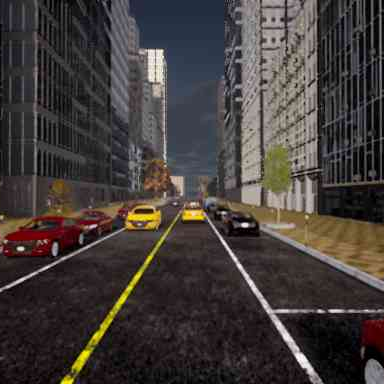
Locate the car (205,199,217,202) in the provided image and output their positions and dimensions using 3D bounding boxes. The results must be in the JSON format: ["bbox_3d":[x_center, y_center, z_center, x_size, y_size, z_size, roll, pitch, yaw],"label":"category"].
[{"bbox_3d":[2.701,1.916,41.742,1.947,1.339,4.313,0,0,0],"label":"car"}]

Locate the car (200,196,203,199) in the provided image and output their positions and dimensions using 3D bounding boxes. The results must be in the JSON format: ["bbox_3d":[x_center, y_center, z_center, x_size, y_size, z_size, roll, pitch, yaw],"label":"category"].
[{"bbox_3d":[2.703,1.878,53.128,1.967,1.590,4.097,0,0,0],"label":"car"}]

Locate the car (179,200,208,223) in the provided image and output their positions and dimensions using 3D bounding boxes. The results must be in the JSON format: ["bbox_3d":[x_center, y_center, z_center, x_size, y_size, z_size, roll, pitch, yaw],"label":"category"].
[{"bbox_3d":[0.104,1.693,27.879,1.801,1.575,5.366,0,-1,0],"label":"car"}]

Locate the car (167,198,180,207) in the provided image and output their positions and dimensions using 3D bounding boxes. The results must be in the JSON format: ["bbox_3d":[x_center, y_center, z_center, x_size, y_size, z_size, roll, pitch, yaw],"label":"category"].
[{"bbox_3d":[-3.020,2.002,62.668,2.128,1.511,4.902,0,0,1],"label":"car"}]

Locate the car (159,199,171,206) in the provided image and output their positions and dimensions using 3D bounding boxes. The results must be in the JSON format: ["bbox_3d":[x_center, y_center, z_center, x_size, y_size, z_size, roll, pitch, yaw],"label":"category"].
[{"bbox_3d":[-5.675,2.114,70.216,2.008,1.369,4.403,0,0,0],"label":"car"}]

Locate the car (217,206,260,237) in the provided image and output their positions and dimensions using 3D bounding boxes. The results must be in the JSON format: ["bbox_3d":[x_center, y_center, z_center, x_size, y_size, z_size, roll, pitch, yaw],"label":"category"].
[{"bbox_3d":[2.696,1.730,18.974,1.947,1.339,4.313,0,0,0],"label":"car"}]

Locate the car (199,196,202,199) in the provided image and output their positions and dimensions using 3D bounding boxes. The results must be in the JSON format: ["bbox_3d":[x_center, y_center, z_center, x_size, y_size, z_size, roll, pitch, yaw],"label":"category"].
[{"bbox_3d":[2.708,1.920,75.897,2.192,1.841,5.009,0,0,0],"label":"car"}]

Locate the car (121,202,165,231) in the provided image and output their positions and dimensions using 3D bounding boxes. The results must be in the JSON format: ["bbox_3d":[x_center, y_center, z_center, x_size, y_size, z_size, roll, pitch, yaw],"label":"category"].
[{"bbox_3d":[-3.095,1.667,22.110,1.882,1.535,5.008,0,0,0],"label":"car"}]

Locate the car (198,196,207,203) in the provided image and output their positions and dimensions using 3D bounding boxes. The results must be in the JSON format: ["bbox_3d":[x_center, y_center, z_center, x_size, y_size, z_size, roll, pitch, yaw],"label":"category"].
[{"bbox_3d":[2.711,2.001,87.281,2.192,1.841,5.009,0,0,0],"label":"car"}]

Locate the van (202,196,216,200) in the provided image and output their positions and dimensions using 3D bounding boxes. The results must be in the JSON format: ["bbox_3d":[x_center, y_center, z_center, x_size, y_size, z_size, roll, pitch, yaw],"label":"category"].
[{"bbox_3d":[2.702,1.735,47.438,1.690,1.788,3.998,0,0,0],"label":"van"}]

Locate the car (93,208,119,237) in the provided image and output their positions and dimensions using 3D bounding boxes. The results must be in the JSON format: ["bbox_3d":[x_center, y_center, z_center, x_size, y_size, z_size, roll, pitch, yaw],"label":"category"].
[{"bbox_3d":[-5.684,1.746,18.983,1.802,1.307,4.206,0,0,0],"label":"car"}]

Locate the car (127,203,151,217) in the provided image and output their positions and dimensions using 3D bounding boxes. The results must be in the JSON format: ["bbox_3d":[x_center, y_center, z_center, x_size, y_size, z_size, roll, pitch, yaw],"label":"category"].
[{"bbox_3d":[-5.681,1.870,36.060,1.947,1.339,4.313,0,0,0],"label":"car"}]

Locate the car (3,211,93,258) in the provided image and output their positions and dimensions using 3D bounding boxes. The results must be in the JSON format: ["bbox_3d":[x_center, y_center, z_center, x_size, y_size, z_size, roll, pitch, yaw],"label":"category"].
[{"bbox_3d":[-5.685,1.661,13.290,1.887,1.381,4.507,0,0,0],"label":"car"}]

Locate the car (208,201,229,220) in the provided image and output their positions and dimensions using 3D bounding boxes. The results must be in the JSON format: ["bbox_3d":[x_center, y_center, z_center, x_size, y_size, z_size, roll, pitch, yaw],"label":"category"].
[{"bbox_3d":[2.699,1.824,30.358,1.947,1.339,4.313,0,0,0],"label":"car"}]

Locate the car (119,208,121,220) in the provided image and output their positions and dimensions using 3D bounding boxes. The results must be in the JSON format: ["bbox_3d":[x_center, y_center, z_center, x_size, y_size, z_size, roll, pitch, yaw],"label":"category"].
[{"bbox_3d":[-5.682,1.803,30.368,1.887,1.381,4.507,0,0,0],"label":"car"}]

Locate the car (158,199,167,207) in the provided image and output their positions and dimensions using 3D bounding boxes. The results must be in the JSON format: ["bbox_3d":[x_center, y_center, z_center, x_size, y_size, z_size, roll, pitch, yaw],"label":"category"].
[{"bbox_3d":[-5.676,2.046,64.353,1.752,1.417,4.829,0,0,0],"label":"car"}]

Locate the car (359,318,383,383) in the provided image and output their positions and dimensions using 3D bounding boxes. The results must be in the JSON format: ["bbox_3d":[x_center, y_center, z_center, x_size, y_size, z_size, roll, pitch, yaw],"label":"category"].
[{"bbox_3d":[2.693,1.563,1.898,1.887,1.381,4.507,0,-1,0],"label":"car"}]

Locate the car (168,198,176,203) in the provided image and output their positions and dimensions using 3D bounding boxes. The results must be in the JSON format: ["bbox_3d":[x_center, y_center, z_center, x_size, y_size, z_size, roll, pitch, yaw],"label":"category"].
[{"bbox_3d":[-5.670,2.276,92.985,2.008,1.369,4.403,0,0,0],"label":"car"}]
